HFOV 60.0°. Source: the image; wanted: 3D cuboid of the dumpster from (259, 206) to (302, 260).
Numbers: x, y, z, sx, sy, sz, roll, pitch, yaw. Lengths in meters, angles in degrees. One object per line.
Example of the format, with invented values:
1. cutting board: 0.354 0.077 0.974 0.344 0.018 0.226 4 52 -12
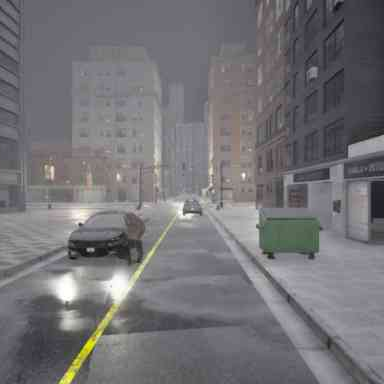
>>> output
1. dumpster: 3.136 1.404 11.978 1.020 1.700 1.940 0 0 0

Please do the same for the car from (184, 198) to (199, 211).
1. car: -0.081 1.585 43.640 1.812 1.442 4.674 0 0 -1

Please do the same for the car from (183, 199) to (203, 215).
1. car: 0.080 1.608 33.865 1.994 1.385 4.181 0 0 1

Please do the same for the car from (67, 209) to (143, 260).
1. car: -3.109 1.482 12.724 1.882 1.535 5.008 0 1 0
